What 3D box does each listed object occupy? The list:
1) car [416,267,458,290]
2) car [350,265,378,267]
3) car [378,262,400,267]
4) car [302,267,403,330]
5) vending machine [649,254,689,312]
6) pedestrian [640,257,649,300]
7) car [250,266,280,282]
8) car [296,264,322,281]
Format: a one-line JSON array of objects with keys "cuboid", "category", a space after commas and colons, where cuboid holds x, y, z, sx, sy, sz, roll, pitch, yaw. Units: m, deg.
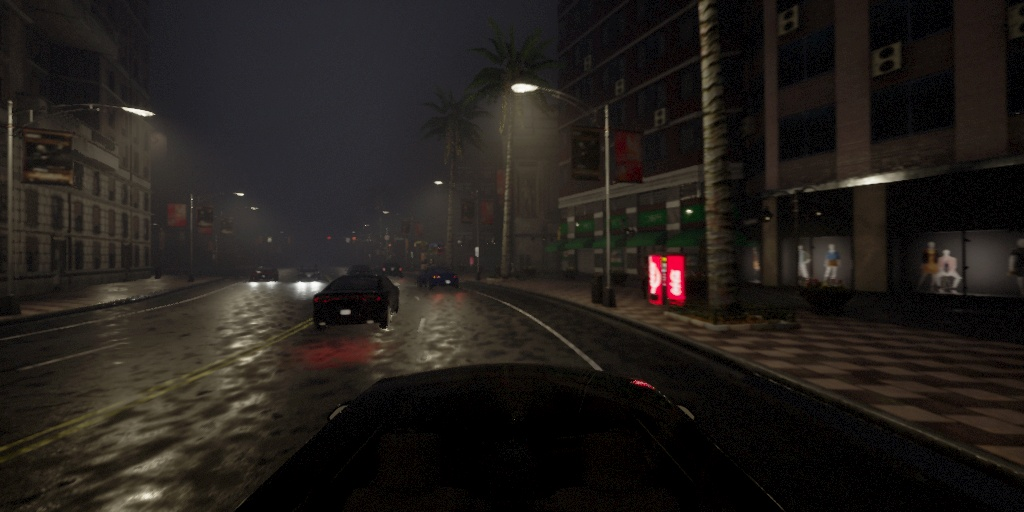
[{"cuboid": [-4.938, 1.410, 23.630, 1.812, 1.442, 4.674, 0, -1, -28], "category": "car"}, {"cuboid": [-12.552, 1.466, 29.524, 1.837, 1.490, 4.892, 0, 0, -29], "category": "car"}, {"cuboid": [-12.850, 1.367, 37.138, 2.097, 1.767, 4.553, 0, 0, -31], "category": "car"}, {"cuboid": [-4.801, 1.306, 11.638, 1.882, 1.535, 5.008, 0, 0, -12], "category": "car"}, {"cuboid": [5.989, 0.933, 13.879, 1.100, 2.100, 0.880, 0, 0, -13], "category": "vending machine"}, {"cuboid": [5.608, 0.886, 14.776, 0.375, 1.860, 0.375, 0, 0, -14], "category": "pedestrian"}, {"cuboid": [-22.731, 1.632, 33.114, 1.994, 1.385, 4.181, 0, 0, -29], "category": "car"}, {"cuboid": [-19.292, 1.534, 34.138, 2.128, 1.511, 4.902, 0, -1, -29], "category": "car"}]
